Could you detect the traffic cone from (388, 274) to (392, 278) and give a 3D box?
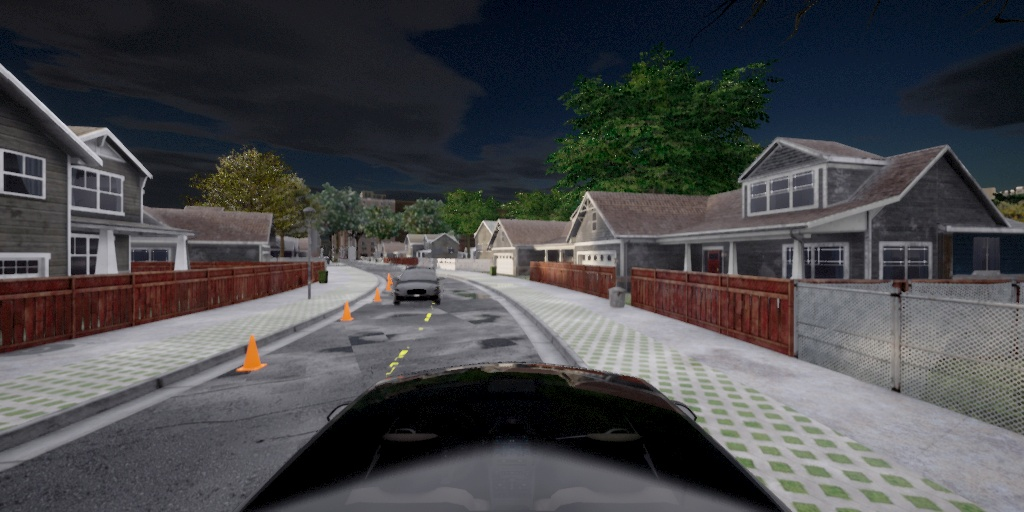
[{"bbox_3d":[-8.542,1.700,25.328,0.340,0.580,0.340,0,0,-19],"label":"traffic cone"}]

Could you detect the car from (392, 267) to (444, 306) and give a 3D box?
[{"bbox_3d":[-4.106,1.253,15.998,1.837,1.490,4.892,0,0,-12],"label":"car"}]

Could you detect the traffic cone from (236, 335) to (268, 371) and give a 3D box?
[{"bbox_3d":[-4.630,1.705,6.390,0.340,0.580,0.340,0,0,-5],"label":"traffic cone"}]

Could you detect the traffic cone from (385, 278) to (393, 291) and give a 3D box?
[{"bbox_3d":[-7.125,1.702,20.693,0.340,0.580,0.340,0,0,-15],"label":"traffic cone"}]

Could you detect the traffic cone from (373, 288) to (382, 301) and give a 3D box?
[{"bbox_3d":[-5.999,1.703,15.980,0.340,0.580,0.340,0,0,-12],"label":"traffic cone"}]

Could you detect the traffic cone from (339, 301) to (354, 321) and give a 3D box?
[{"bbox_3d":[-5.166,1.704,11.207,0.340,0.580,0.340,0,0,-8],"label":"traffic cone"}]
